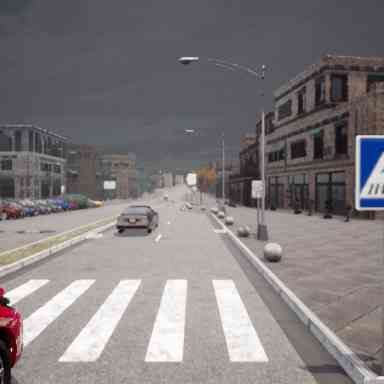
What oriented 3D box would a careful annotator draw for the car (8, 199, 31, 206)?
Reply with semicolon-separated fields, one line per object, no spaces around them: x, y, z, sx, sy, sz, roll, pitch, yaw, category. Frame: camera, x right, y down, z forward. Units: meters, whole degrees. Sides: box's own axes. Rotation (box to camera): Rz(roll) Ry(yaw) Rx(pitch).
-16.235;1.452;26.790;5.008;1.535;2.097;0;0;-1;car

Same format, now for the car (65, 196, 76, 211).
-16.370;1.518;37.814;5.008;1.535;2.097;0;0;-1;car

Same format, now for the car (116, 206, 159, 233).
-3.027;1.496;19.266;2.033;1.411;5.357;0;0;0;car

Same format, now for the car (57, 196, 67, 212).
-16.344;1.497;35.058;4.892;1.521;2.231;0;0;-1;car

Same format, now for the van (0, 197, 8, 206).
-16.310;1.219;24.155;4.442;1.987;1.878;0;0;-1;van

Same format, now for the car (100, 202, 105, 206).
-16.371;1.678;51.594;5.366;1.575;1.946;0;-1;-1;car

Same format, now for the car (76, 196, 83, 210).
-16.416;1.543;40.569;5.008;1.535;2.097;0;-1;-1;car

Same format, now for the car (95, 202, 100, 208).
-16.524;1.682;48.834;4.674;1.452;2.002;0;-1;-1;car

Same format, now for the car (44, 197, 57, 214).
-16.309;1.479;32.301;4.892;1.521;2.231;0;0;-1;car

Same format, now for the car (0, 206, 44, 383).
-2.905;1.220;1.236;2.150;2.045;5.566;0;0;0;car

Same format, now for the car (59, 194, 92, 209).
-16.477;1.321;43.327;5.566;2.045;2.435;0;-1;-1;car

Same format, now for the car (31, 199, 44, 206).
-16.236;1.492;29.546;4.792;1.488;2.163;0;0;-1;car

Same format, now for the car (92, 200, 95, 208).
-16.452;1.479;46.082;4.553;1.767;2.185;0;-1;-1;car
